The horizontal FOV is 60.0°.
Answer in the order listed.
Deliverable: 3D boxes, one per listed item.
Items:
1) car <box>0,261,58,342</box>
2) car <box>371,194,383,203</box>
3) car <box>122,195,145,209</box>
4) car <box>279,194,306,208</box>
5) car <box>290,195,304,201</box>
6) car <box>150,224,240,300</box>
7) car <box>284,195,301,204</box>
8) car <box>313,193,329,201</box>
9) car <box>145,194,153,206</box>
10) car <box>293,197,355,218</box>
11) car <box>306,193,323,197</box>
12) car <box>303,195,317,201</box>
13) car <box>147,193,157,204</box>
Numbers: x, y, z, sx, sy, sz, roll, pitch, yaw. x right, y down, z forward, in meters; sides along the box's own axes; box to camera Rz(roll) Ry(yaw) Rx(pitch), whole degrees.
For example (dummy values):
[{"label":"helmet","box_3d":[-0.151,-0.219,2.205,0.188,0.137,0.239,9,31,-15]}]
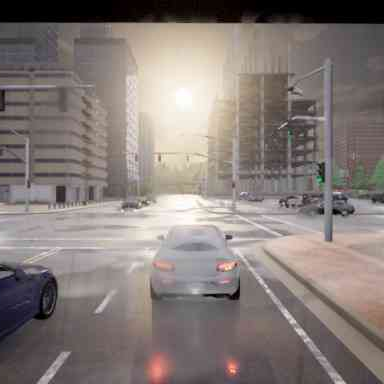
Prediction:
[{"label":"car","box_3d":[-3.442,1.526,4.387,1.812,1.442,4.674,0,0,0]},{"label":"car","box_3d":[35.474,1.153,61.921,1.932,1.855,4.605,0,0,0]},{"label":"car","box_3d":[-8.090,1.352,44.850,2.097,1.767,4.553,0,0,0]},{"label":"car","box_3d":[13.061,1.153,44.309,1.932,1.855,4.605,0,0,0]},{"label":"car","box_3d":[24.272,1.395,76.878,1.970,1.475,3.806,0,0,0]},{"label":"car","box_3d":[0.070,1.526,8.262,1.812,1.442,4.674,0,0,0]},{"label":"car","box_3d":[18.577,1.395,61.749,1.970,1.475,3.806,0,0,0]},{"label":"car","box_3d":[29.850,1.153,76.955,1.932,1.855,4.605,0,0,0]},{"label":"car","box_3d":[-8.168,1.477,55.300,1.882,1.535,5.008,0,0,0]},{"label":"car","box_3d":[12.096,1.491,30.074,4.902,1.511,2.128,0,0,0]},{"label":"car","box_3d":[15.956,1.156,44.268,1.905,1.878,3.866,0,0,0]},{"label":"car","box_3d":[27.167,1.364,76.892,1.784,1.438,3.905,0,0,0]},{"label":"car","box_3d":[-8.203,1.220,66.188,2.150,2.045,5.566,0,0,0]}]
